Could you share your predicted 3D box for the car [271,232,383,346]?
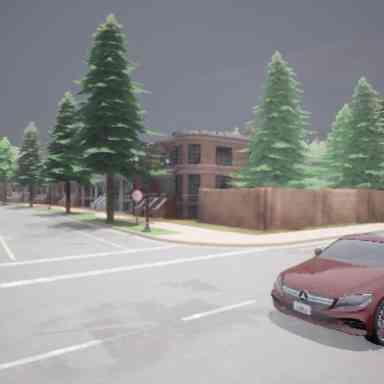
[{"bbox_3d":[3.611,1.567,6.551,4.674,1.442,1.812,0,0,-36],"label":"car"}]
